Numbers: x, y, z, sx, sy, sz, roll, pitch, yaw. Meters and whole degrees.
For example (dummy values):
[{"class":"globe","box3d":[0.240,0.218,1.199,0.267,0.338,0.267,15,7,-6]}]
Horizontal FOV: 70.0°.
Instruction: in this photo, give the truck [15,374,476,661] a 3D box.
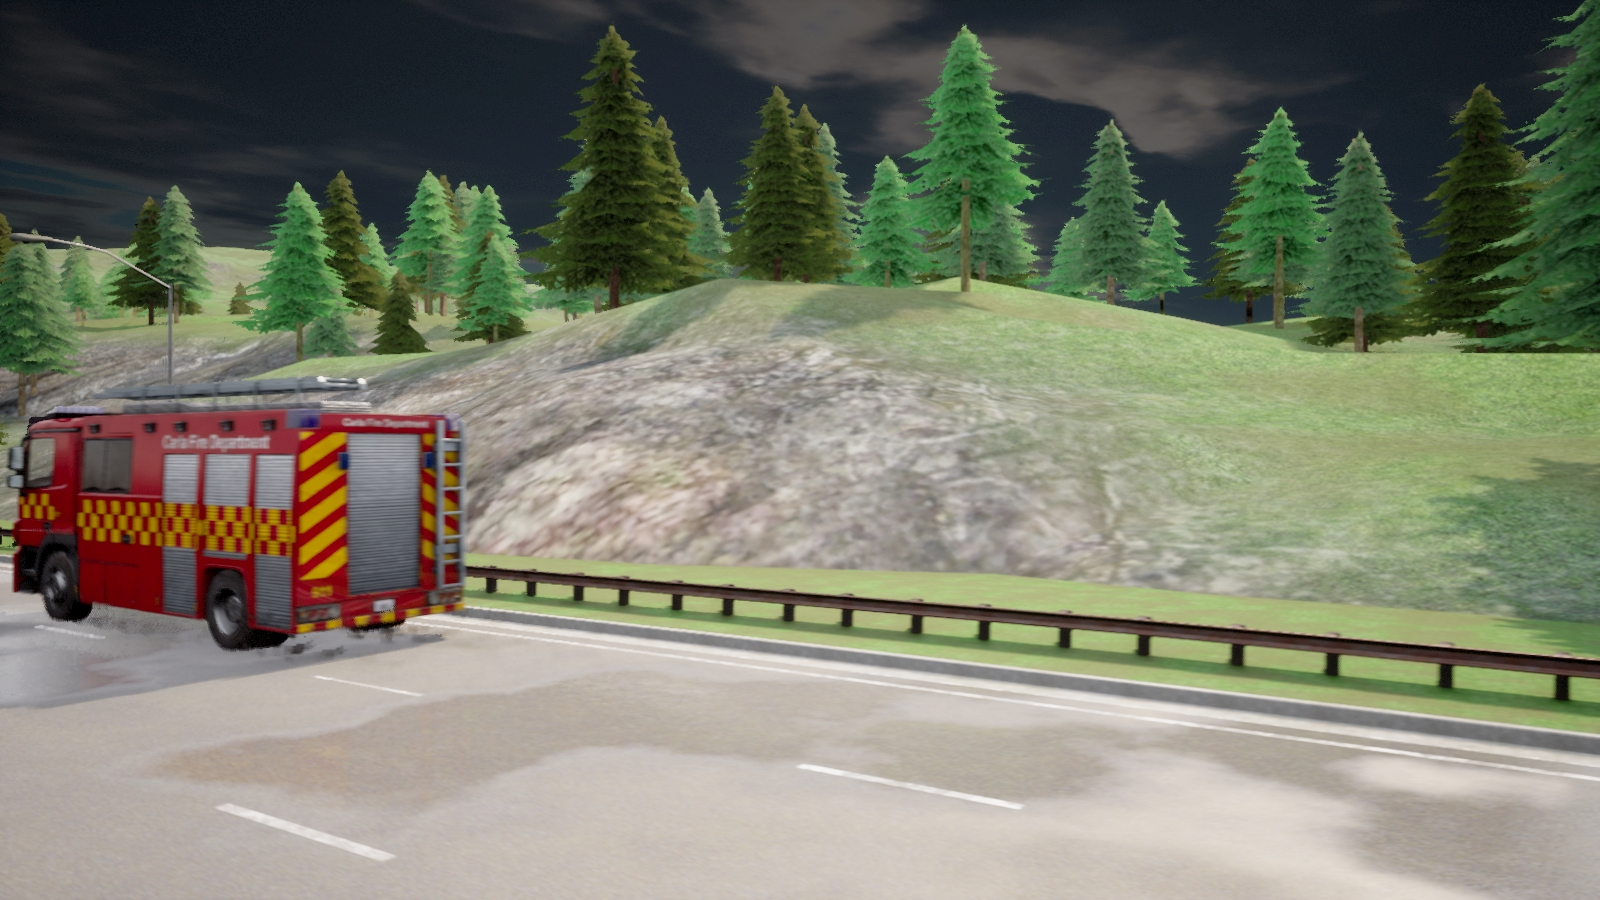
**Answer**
[{"class":"truck","box3d":[-9.327,0.900,18.739,8.468,3.827,2.891,0,0,34]}]
